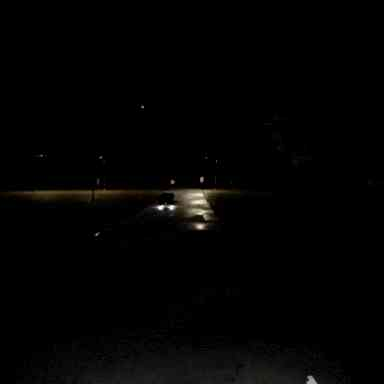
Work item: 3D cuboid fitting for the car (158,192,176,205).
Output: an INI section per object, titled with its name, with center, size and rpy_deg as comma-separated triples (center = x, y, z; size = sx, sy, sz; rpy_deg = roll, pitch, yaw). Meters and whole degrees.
[car]
center = -2.828, 0.715, 38.398
size = 2.033, 1.411, 5.357
rpy_deg = 0, 2, 0

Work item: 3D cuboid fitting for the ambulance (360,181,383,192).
[ambulance]
center = 39.423, -1.244, 72.446
size = 6.366, 2.431, 2.351
rpy_deg = 0, 0, 0
